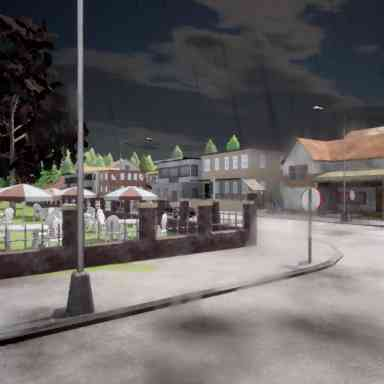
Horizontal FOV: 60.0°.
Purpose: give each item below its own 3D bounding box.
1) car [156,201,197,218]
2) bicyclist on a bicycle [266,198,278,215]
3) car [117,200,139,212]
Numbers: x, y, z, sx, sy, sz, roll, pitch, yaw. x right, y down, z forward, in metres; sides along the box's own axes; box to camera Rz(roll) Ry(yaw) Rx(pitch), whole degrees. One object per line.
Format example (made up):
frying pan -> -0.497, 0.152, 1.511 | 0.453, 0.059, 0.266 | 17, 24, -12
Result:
car -> -1.769, 1.547, 30.146 | 2.033, 1.411, 5.357 | 0, 0, -35
bicyclist on a bicycle -> 7.603, 1.349, 31.457 | 1.656, 1.620, 0.582 | 0, 0, -35
car -> -7.651, 1.352, 38.437 | 2.097, 1.767, 4.553 | 0, 0, -35
